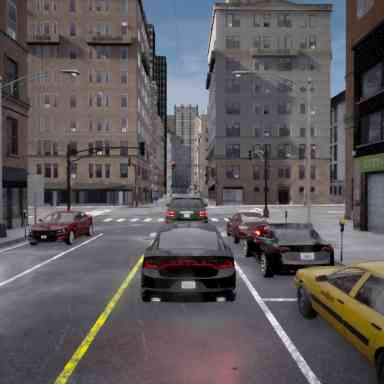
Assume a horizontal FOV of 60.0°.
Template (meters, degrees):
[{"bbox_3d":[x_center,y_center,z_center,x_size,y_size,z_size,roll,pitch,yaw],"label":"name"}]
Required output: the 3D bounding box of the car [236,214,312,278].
[{"bbox_3d":[2.715,1.563,9.997,1.947,1.339,4.313,-1,0,-1],"label":"car"}]

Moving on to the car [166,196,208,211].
[{"bbox_3d":[-0.291,1.215,18.434,2.150,2.045,5.566,0,0,-1],"label":"car"}]

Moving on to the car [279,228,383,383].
[{"bbox_3d":[2.801,1.524,4.581,1.752,1.417,4.829,-1,0,-1],"label":"car"}]

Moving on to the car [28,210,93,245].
[{"bbox_3d":[-5.919,1.539,15.442,1.887,1.381,4.507,-1,0,-1],"label":"car"}]

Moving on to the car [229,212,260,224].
[{"bbox_3d":[2.625,1.577,15.582,1.802,1.307,4.206,-1,0,-1],"label":"car"}]

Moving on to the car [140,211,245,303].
[{"bbox_3d":[-0.083,1.475,8.304,1.882,1.535,5.008,0,0,-1],"label":"car"}]
